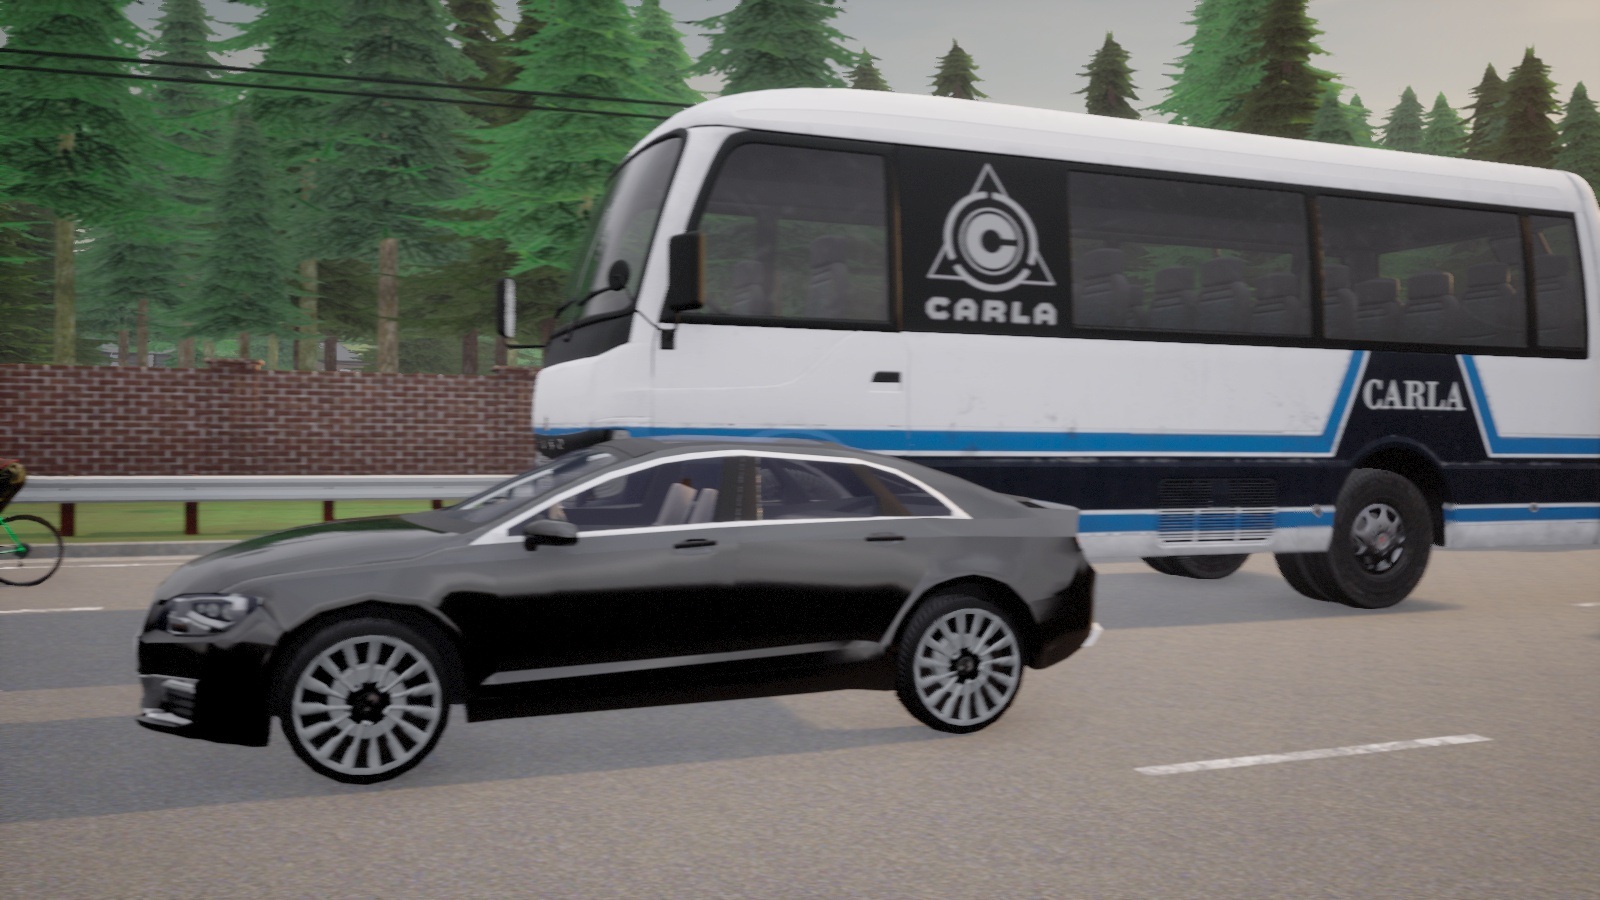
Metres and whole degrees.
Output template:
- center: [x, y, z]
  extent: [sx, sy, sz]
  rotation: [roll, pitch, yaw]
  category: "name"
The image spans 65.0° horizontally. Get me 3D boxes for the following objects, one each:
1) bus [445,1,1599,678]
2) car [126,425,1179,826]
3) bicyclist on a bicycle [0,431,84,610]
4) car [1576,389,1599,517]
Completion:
- center: [2.255, -0.791, 11.565]
  extent: [10.273, 4.253, 3.944]
  rotation: [-1, 1, -21]
  category: "bus"
- center: [-0.680, 0.652, 6.724]
  extent: [4.902, 1.511, 2.128]
  rotation: [-1, 1, -21]
  category: "car"
- center: [-7.614, 0.645, 11.578]
  extent: [1.656, 1.620, 0.582]
  rotation: [-1, 1, -21]
  category: "bicyclist on a bicycle"
- center: [15.592, 0.016, 20.383]
  extent: [5.566, 2.045, 2.150]
  rotation: [-1, 1, -21]
  category: "car"
